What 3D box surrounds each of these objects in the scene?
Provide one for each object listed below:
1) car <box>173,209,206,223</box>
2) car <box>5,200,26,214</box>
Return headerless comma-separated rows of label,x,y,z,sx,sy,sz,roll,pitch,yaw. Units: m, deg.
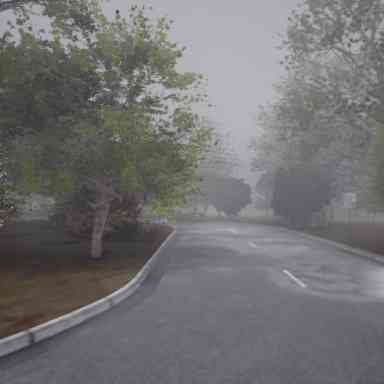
car,-0.546,2.517,35.377,4.674,1.442,1.812,-1,-4,44
car,-22.660,2.005,39.610,5.566,2.045,2.150,1,-2,10
